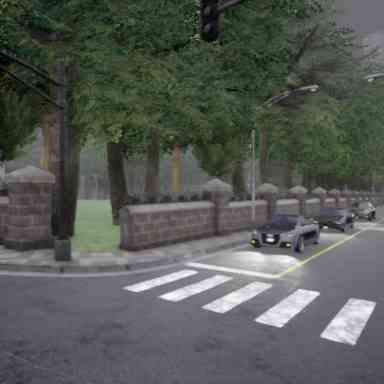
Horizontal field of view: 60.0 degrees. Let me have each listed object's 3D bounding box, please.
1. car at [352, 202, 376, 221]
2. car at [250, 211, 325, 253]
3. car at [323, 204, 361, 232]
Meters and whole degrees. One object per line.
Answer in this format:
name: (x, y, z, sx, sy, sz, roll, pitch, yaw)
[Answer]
car: (15.601, 1.701, 30.783, 2.097, 1.767, 4.553, 0, 0, 35)
car: (4.166, 1.701, 14.575, 1.994, 1.385, 4.181, 0, -1, 35)
car: (9.555, 1.782, 22.222, 2.033, 1.411, 5.357, 0, -1, 35)
